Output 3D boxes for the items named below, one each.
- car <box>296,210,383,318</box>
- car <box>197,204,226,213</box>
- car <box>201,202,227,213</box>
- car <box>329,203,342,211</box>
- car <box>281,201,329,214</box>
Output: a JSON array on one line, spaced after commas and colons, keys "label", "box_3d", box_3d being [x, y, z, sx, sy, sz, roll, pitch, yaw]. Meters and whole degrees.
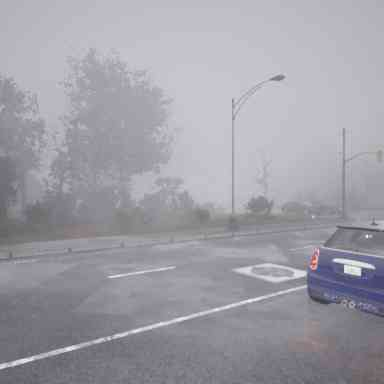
[{"label": "car", "box_3d": [4.481, 1.361, 6.900, 4.553, 1.767, 2.097, 0, 0, -35]}, {"label": "car", "box_3d": [3.195, 2.718, 55.886, 2.033, 1.411, 5.357, 0, -3, -32]}, {"label": "car", "box_3d": [3.126, 2.231, 49.402, 2.097, 1.767, 4.553, 0, -3, -32]}, {"label": "car", "box_3d": [14.619, 1.720, 37.644, 2.128, 1.511, 4.902, 0, -2, -33]}, {"label": "car", "box_3d": [11.724, 1.722, 35.740, 1.837, 1.490, 4.892, 0, -1, -29]}]
